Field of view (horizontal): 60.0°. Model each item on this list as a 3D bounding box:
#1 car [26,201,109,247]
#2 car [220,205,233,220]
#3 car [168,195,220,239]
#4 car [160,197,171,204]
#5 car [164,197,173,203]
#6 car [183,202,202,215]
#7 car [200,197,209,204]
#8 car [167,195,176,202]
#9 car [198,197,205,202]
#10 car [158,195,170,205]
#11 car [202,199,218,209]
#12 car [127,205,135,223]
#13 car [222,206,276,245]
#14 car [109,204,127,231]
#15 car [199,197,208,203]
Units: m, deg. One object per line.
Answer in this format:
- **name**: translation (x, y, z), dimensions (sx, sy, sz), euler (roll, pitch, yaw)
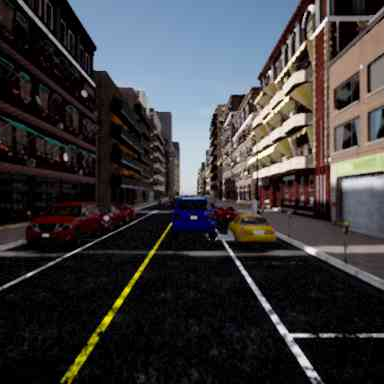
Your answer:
- **car**: translation (-5.708, 1.387, 15.493), dimensions (2.192, 1.841, 5.009), euler (0, 0, 0)
- **car**: translation (2.658, 1.669, 26.770), dimensions (1.887, 1.381, 4.507), euler (0, 0, 0)
- **car**: translation (0.077, 1.306, 18.130), dimensions (2.150, 2.045, 5.566), euler (0, 0, 0)
- **car**: translation (-5.779, 1.876, 71.853), dimensions (2.008, 1.369, 4.403), euler (0, 0, 0)
- **car**: translation (-5.792, 1.920, 83.126), dimensions (1.887, 1.381, 4.507), euler (0, 0, 0)
- **car**: translation (0.054, 1.770, 36.820), dimensions (1.895, 1.301, 4.718), euler (0, 0, 0)
- **car**: translation (2.603, 1.852, 72.029), dimensions (1.752, 1.417, 4.829), euler (0, 0, 0)
- **car**: translation (-5.805, 1.740, 94.399), dimensions (2.192, 1.841, 5.009), euler (0, 0, 0)
- **car**: translation (2.581, 1.983, 88.768), dimensions (1.802, 1.307, 4.206), euler (0, 0, 0)
- **car**: translation (-5.771, 1.851, 66.216), dimensions (2.008, 1.369, 4.403), euler (0, 0, 0)
- **car**: translation (2.630, 1.777, 49.314), dimensions (2.008, 1.369, 4.403), euler (0, 0, 0)
- **car**: translation (-5.723, 1.668, 26.764), dimensions (1.887, 1.381, 4.507), euler (0, 0, 0)
- **car**: translation (2.671, 1.599, 15.668), dimensions (1.752, 1.417, 4.829), euler (0, 0, 0)
- **car**: translation (-5.716, 1.538, 21.127), dimensions (1.967, 1.590, 4.097), euler (0, 0, 0)
- **car**: translation (2.595, 1.917, 77.495), dimensions (1.947, 1.339, 4.313), euler (0, 0, 0)
